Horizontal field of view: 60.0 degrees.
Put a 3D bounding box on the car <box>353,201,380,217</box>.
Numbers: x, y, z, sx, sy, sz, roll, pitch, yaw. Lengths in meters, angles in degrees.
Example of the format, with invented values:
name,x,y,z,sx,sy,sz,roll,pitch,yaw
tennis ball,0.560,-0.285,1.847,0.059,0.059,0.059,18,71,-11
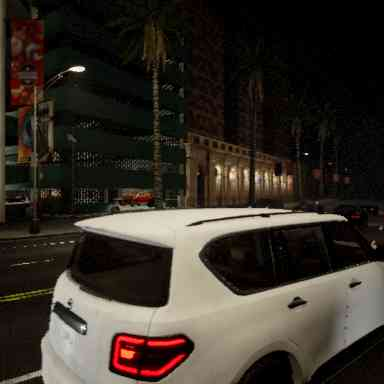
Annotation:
name,x,y,z,sx,sy,sz,roll,pitch,yaw
car,16.968,1.587,32.262,1.895,1.301,4.718,0,0,32

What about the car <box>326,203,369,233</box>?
name,x,y,z,sx,sy,sz,roll,pitch,yaw
car,9.692,1.516,20.575,1.812,1.442,4.674,0,0,32

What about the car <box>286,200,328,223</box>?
name,x,y,z,sx,sy,sz,roll,pitch,yaw
car,9.348,1.477,26.825,2.128,1.511,4.902,0,0,32

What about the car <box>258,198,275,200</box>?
name,x,y,z,sx,sy,sz,roll,pitch,yaw
car,6.421,1.333,28.743,2.097,1.767,4.553,0,0,32

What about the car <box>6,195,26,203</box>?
name,x,y,z,sx,sy,sz,roll,pitch,yaw
car,-33.416,1.342,61.943,2.161,1.482,4.786,0,0,32

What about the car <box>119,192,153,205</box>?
name,x,y,z,sx,sy,sz,roll,pitch,yaw
car,-7.688,0.987,46.314,2.435,2.045,5.566,0,0,32

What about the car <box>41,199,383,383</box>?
name,x,y,z,sx,sy,sz,roll,pitch,yaw
car,1.042,1.221,4.404,5.566,2.045,2.150,0,0,-41
